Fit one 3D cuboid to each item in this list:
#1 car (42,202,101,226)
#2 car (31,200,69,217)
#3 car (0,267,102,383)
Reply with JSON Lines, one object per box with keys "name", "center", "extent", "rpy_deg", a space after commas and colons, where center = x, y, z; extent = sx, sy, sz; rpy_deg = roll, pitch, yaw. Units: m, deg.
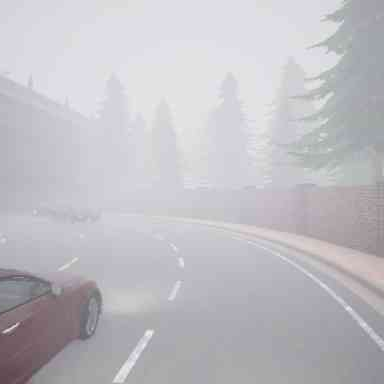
{"name": "car", "center": [-8.558, 1.601, 23.666], "extent": [4.718, 1.301, 1.895], "rpy_deg": [0, 0, 43]}
{"name": "car", "center": [-12.489, 1.504, 30.197], "extent": [4.892, 1.490, 1.837], "rpy_deg": [0, 0, 29]}
{"name": "car", "center": [-2.616, 1.526, 3.677], "extent": [1.812, 1.442, 4.674], "rpy_deg": [0, 0, 7]}
